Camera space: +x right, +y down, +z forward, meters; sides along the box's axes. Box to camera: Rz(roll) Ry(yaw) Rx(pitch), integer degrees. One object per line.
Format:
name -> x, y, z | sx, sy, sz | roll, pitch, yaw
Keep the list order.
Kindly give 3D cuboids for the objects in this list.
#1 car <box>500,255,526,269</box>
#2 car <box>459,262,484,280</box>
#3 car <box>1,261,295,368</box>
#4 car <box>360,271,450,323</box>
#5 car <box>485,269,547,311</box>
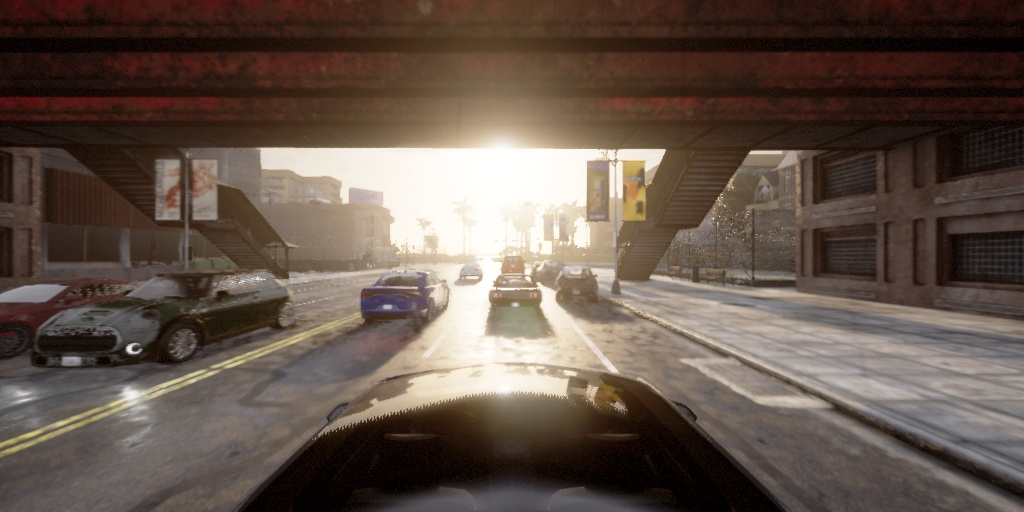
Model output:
car -> 0.066, 0.971, 32.539 | 2.150, 2.045, 5.566 | 0, 0, 0
car -> -3.446, 1.274, 30.960 | 1.812, 1.442, 4.674 | 0, 0, -1
car -> -7.076, 1.098, 8.010 | 2.097, 1.767, 4.553 | 0, 0, 0
car -> -3.358, 1.226, 12.159 | 1.882, 1.535, 5.008 | 0, 0, 0
car -> 0.125, 1.351, 14.337 | 1.895, 1.301, 4.718 | 0, 0, 0
